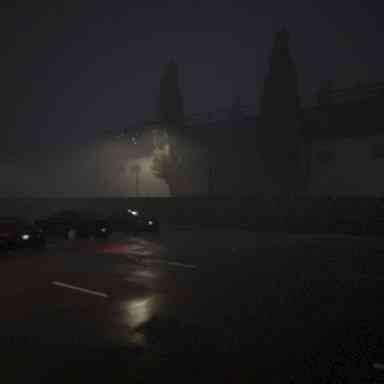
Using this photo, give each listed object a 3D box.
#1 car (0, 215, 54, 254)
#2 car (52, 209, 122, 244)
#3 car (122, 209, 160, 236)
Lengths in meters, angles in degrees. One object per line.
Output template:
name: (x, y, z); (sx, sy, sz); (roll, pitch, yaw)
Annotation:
car: (-7.978, 1.706, 13.856); (4.181, 1.385, 1.994); (-1, 0, 36)
car: (-6.103, 1.622, 16.818); (5.008, 1.535, 1.882); (0, 0, 36)
car: (-3.929, 1.707, 19.566); (4.181, 1.385, 1.994); (-1, 0, 36)
